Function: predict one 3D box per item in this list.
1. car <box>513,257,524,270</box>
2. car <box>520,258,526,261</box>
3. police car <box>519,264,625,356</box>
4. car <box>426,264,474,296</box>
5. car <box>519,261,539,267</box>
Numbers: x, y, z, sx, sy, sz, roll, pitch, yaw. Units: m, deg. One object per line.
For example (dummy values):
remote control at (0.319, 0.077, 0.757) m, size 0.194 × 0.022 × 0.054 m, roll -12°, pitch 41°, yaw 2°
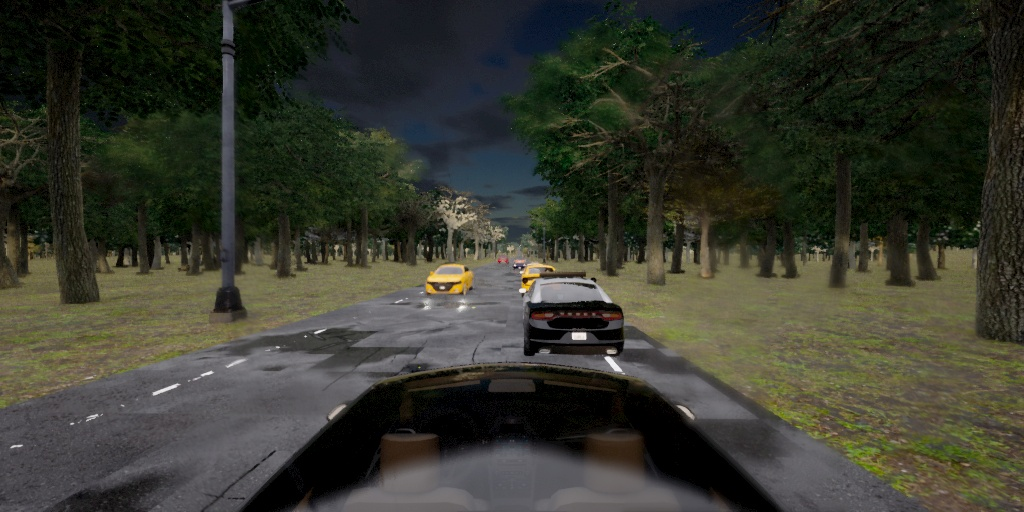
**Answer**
car at (1.088, 1.229, 48.591) m, size 1.895 × 1.301 × 4.718 m, roll 0°, pitch 0°, yaw 2°
car at (1.570, 1.172, 24.806) m, size 1.801 × 1.575 × 5.366 m, roll 0°, pitch 0°, yaw 1°
police car at (1.208, 1.170, 8.728) m, size 1.930 × 1.638 × 5.238 m, roll 0°, pitch 0°, yaw 1°
car at (-3.206, 1.207, 19.281) m, size 1.882 × 1.535 × 5.008 m, roll 0°, pitch 0°, yaw 1°
car at (1.431, 1.208, 18.618) m, size 1.882 × 1.535 × 5.008 m, roll 0°, pitch 0°, yaw 1°
